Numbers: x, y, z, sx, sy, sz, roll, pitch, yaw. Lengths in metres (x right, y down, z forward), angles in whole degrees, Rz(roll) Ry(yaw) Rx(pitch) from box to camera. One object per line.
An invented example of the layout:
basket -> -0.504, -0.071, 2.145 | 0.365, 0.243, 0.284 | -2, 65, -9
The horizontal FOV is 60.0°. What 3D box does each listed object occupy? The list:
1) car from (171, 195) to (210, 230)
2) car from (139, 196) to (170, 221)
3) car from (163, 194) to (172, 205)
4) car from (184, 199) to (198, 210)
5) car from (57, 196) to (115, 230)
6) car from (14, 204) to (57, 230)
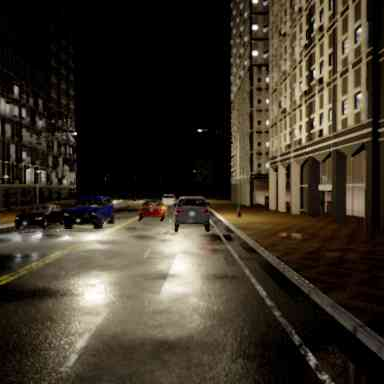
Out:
car -> -0.008, 1.307, 21.669 | 2.150, 2.045, 5.566 | 0, 0, 0
car -> -3.297, 1.471, 28.937 | 2.097, 1.767, 4.553 | 0, 0, 0
car -> -3.408, 1.406, 49.953 | 2.150, 2.045, 5.566 | 0, -1, 0
car -> -0.143, 1.739, 47.270 | 1.994, 1.385, 4.181 | 0, 0, 0
car -> -6.710, 1.322, 22.333 | 2.150, 2.045, 5.566 | 0, 0, 0
car -> -9.959, 1.599, 22.260 | 2.128, 1.511, 4.902 | 0, 0, 0
